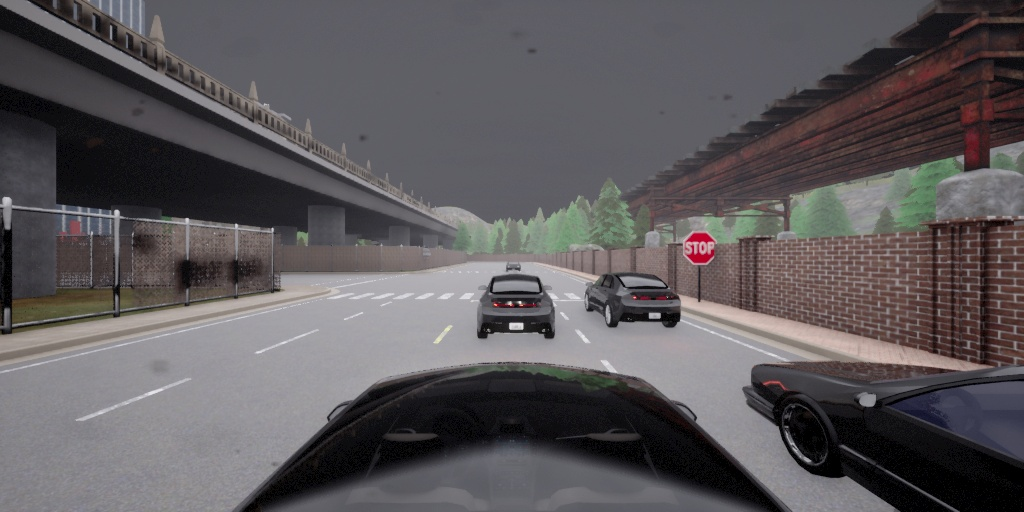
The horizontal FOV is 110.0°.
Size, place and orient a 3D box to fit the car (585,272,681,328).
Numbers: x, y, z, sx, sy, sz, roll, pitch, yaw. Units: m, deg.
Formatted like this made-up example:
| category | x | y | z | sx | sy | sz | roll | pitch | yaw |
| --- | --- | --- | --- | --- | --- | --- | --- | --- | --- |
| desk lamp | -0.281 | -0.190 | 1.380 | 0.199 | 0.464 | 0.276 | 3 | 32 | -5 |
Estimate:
| category | x | y | z | sx | sy | sz | roll | pitch | yaw |
| --- | --- | --- | --- | --- | --- | --- | --- | --- | --- |
| car | 3.596 | 1.255 | 11.433 | 1.837 | 1.490 | 4.892 | 0 | 0 | 0 |

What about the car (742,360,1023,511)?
| category | x | y | z | sx | sy | sz | roll | pitch | yaw |
| --- | --- | --- | --- | --- | --- | --- | --- | --- | --- |
| car | 3.600 | 1.297 | 1.687 | 2.033 | 1.411 | 5.357 | 0 | 0 | 0 |

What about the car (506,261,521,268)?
| category | x | y | z | sx | sy | sz | roll | pitch | yaw |
| --- | --- | --- | --- | --- | --- | --- | --- | --- | --- |
| car | 0.164 | 1.351 | 46.352 | 1.895 | 1.301 | 4.718 | 0 | 0 | -1 |

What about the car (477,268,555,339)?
| category | x | y | z | sx | sy | sz | roll | pitch | yaw |
| --- | --- | --- | --- | --- | --- | --- | --- | --- | --- |
| car | 0.095 | 1.255 | 10.073 | 1.837 | 1.490 | 4.892 | 0 | 0 | 0 |
